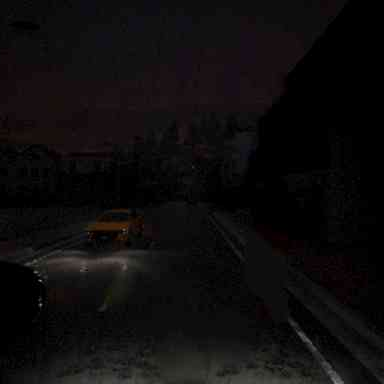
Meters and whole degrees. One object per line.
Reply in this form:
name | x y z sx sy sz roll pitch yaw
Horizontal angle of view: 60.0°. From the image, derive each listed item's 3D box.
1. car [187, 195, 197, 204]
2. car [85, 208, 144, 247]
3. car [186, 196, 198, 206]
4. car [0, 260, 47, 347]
car | -0.005 1.607 69.936 2.097 1.767 4.553 0 0 0
car | -3.501 1.561 15.761 1.882 1.535 5.008 0 0 0
car | -0.005 1.666 59.878 2.097 1.767 4.553 0 0 0
car | -3.590 1.586 4.244 1.994 1.385 4.181 0 0 0
